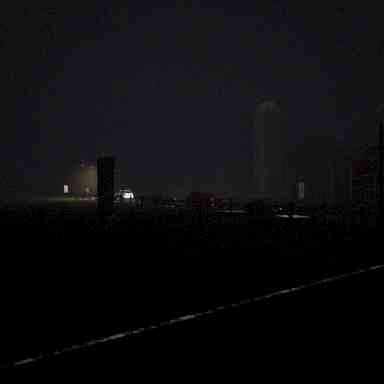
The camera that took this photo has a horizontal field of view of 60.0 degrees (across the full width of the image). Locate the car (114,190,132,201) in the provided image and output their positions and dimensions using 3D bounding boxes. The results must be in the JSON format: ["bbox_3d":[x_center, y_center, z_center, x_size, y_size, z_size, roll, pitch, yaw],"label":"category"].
[{"bbox_3d":[-13.617,0.626,66.054,2.150,2.045,5.566,-1,1,-36],"label":"car"}]

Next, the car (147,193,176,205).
[{"bbox_3d":[-4.168,0.975,48.109,2.097,1.767,4.553,-1,1,-35],"label":"car"}]

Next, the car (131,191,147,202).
[{"bbox_3d":[-8.286,0.986,58.697,2.128,1.511,4.902,-1,1,-36],"label":"car"}]

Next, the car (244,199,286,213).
[{"bbox_3d":[7.076,1.369,32.464,1.994,1.385,4.181,-1,1,-36],"label":"car"}]

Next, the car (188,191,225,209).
[{"bbox_3d":[1.604,0.939,40.052,2.150,2.045,5.566,-1,1,-36],"label":"car"}]
